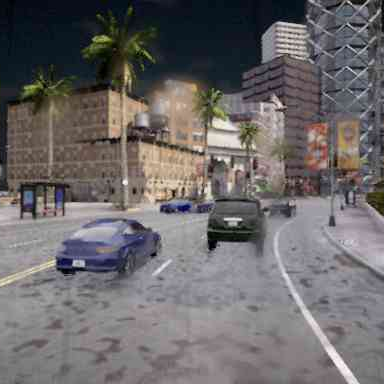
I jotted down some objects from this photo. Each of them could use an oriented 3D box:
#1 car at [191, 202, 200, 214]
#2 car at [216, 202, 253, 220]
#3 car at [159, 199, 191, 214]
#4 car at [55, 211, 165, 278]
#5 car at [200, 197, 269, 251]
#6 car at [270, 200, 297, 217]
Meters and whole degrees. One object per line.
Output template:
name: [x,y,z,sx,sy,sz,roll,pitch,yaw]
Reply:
car: [2.111,1.480,34.539,1.882,1.535,5.008,0,0,26]
car: [3.836,1.613,29.536,1.895,1.301,4.718,0,0,25]
car: [-1.596,1.460,34.920,1.882,1.535,5.008,0,0,26]
car: [-2.299,1.511,10.102,1.812,1.442,4.674,0,0,9]
car: [2.085,1.228,14.437,2.150,2.045,5.566,0,0,14]
car: [8.672,1.542,31.445,1.837,1.490,4.892,0,0,26]
